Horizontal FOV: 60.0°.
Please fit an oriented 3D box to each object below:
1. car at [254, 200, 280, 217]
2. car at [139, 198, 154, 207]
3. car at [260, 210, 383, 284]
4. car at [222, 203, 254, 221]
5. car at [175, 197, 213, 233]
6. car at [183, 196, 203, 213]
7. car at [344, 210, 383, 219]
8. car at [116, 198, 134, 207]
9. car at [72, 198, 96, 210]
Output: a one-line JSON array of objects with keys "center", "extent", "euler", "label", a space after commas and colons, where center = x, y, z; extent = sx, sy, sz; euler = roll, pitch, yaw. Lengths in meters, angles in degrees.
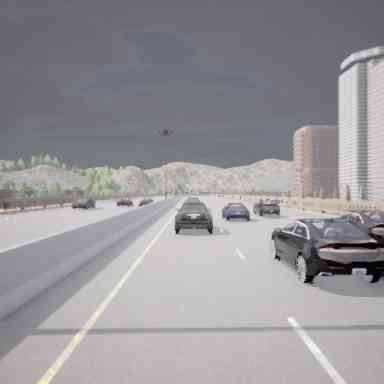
[{"center": [7.099, 1.528, 32.064], "extent": [2.128, 1.511, 4.902], "euler": [0, 0, 0], "label": "car"}, {"center": [-7.047, 1.615, 52.307], "extent": [2.033, 1.411, 5.357], "euler": [0, 0, 1], "label": "car"}, {"center": [3.599, 1.497, 9.586], "extent": [2.128, 1.511, 4.902], "euler": [0, 0, 0], "label": "car"}, {"center": [3.599, 1.594, 27.841], "extent": [1.994, 1.385, 4.181], "euler": [0, 0, 0], "label": "car"}, {"center": [0.098, 1.370, 19.914], "extent": [2.097, 1.767, 4.553], "euler": [0, 0, 0], "label": "car"}, {"center": [0.100, 1.397, 37.887], "extent": [2.097, 1.767, 4.553], "euler": [0, 0, 0], "label": "car"}, {"center": [7.099, 1.501, 13.813], "extent": [2.128, 1.511, 4.902], "euler": [0, 0, 0], "label": "car"}, {"center": [-10.549, 1.668, 52.430], "extent": [1.895, 1.301, 4.718], "euler": [0, 0, 0], "label": "car"}, {"center": [-14.078, 1.532, 43.479], "extent": [1.882, 1.535, 5.008], "euler": [0, 0, 0], "label": "car"}]
